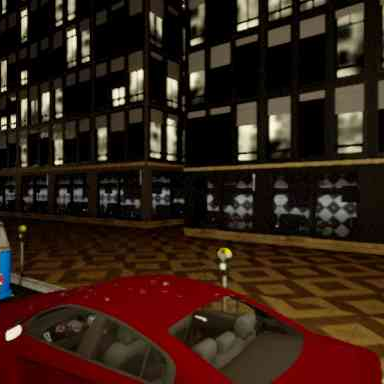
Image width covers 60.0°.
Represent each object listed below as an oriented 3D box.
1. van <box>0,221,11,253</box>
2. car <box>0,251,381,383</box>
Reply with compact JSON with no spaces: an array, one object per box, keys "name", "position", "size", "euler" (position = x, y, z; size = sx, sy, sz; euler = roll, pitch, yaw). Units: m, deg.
[{"name":"van","position":[-5.233,1.337,6.606],"size":[3.998,1.788,1.690],"euler":[0,0,36]},{"name":"car","position":[-0.619,1.543,3.314],"size":[4.507,1.381,1.887],"euler":[0,0,36]}]
